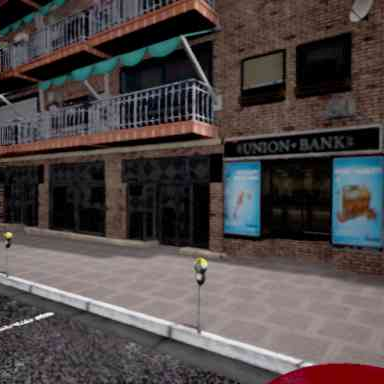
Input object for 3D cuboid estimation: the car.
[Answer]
[{"bbox_3d":[2.201,1.542,1.109,4.507,1.381,1.887,0,1,35],"label":"car"}]
